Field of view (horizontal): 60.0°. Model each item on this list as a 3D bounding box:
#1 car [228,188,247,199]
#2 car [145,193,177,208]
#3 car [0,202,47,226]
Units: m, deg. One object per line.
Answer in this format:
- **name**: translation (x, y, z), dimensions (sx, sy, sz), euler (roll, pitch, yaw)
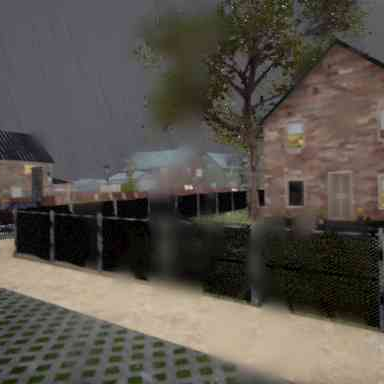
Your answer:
- **car**: translation (5.851, 0.251, 43.199), dimensions (2.128, 1.511, 4.902), euler (-1, 1, 36)
- **car**: translation (-3.139, 0.846, 30.826), dimensions (2.033, 1.411, 5.357), euler (-1, 1, 36)
- **car**: translation (-10.689, 1.311, 20.342), dimensions (2.033, 1.411, 5.357), euler (-1, 1, 35)
